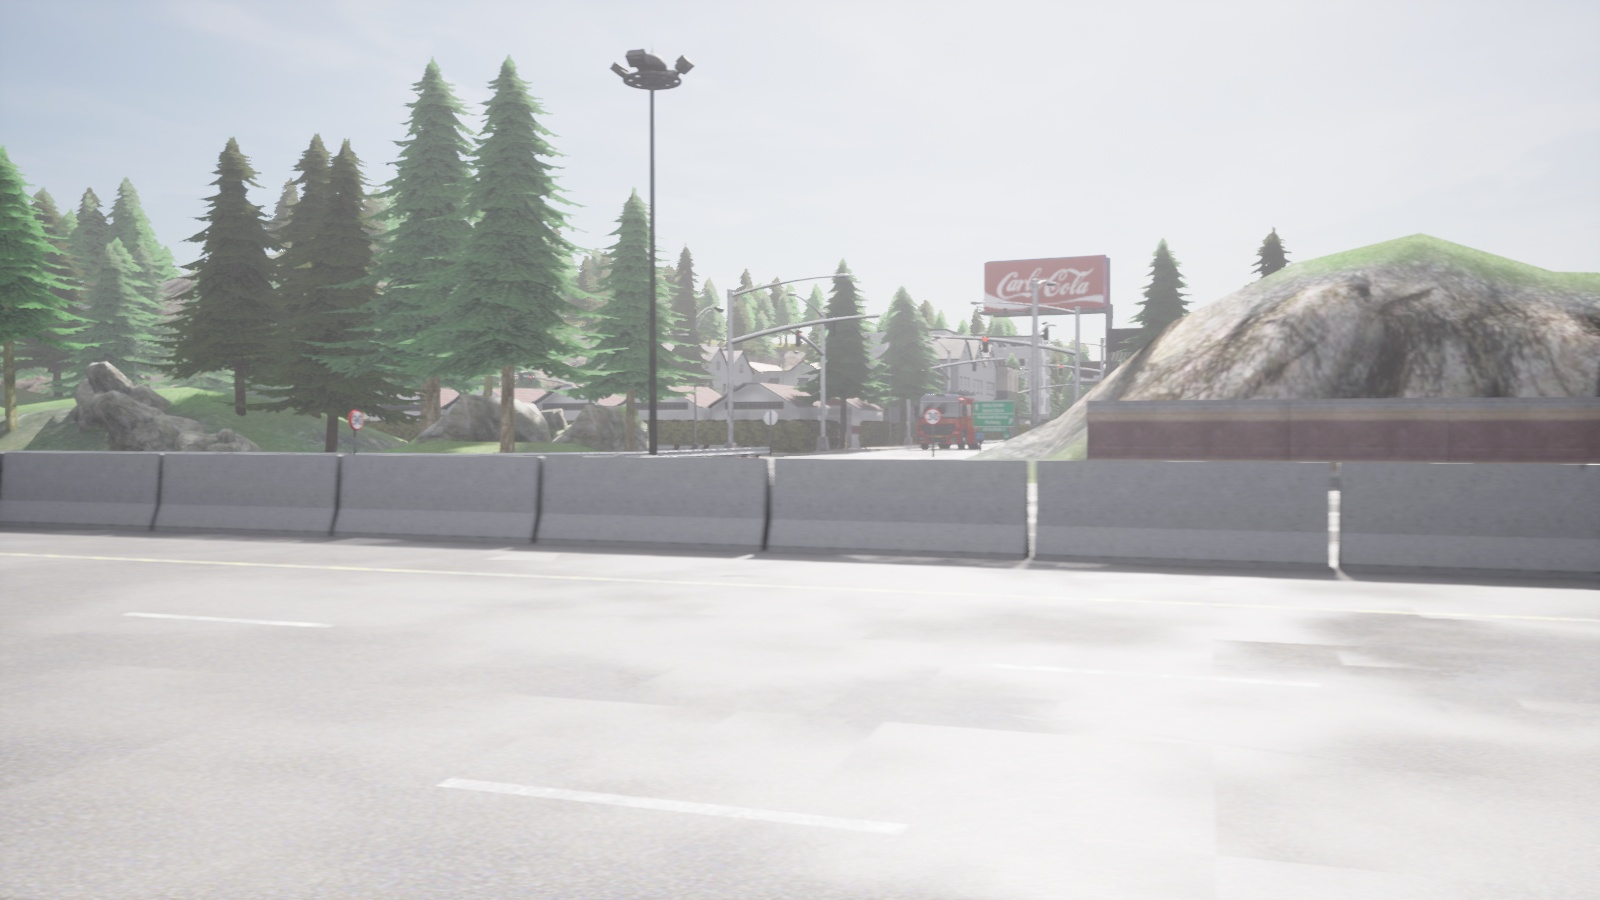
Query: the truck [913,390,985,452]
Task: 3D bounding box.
[{"bbox_3d":[9.956,-1.874,83.030,2.891,3.827,8.468,1,1,19],"label":"truck"}]
